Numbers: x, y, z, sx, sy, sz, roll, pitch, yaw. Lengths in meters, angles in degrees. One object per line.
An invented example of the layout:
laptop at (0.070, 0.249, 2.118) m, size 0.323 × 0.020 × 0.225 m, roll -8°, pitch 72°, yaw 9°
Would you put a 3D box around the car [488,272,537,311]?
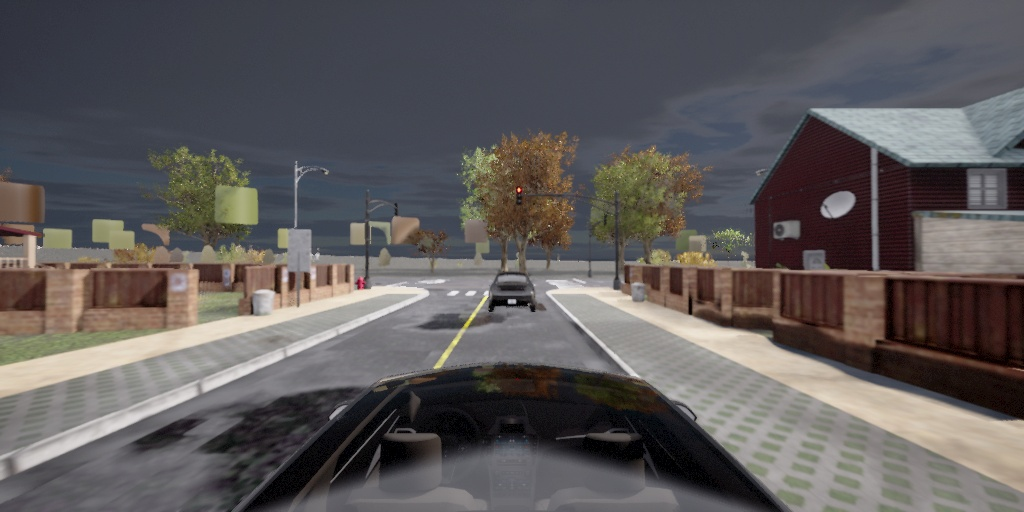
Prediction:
car at (0.009, 1.402, 15.338) m, size 1.837 × 1.490 × 4.892 m, roll 0°, pitch 0°, yaw 0°
